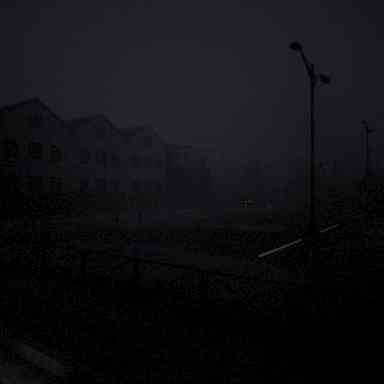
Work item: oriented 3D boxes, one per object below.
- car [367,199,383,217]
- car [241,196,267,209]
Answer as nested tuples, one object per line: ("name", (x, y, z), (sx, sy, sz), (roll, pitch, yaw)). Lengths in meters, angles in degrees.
("car", (15.420, 1.298, 26.809), (2.007, 1.523, 4.514), (0, 0, 35))
("car", (7.975, 1.313, 42.816), (1.837, 1.490, 4.892), (0, 0, 35))
